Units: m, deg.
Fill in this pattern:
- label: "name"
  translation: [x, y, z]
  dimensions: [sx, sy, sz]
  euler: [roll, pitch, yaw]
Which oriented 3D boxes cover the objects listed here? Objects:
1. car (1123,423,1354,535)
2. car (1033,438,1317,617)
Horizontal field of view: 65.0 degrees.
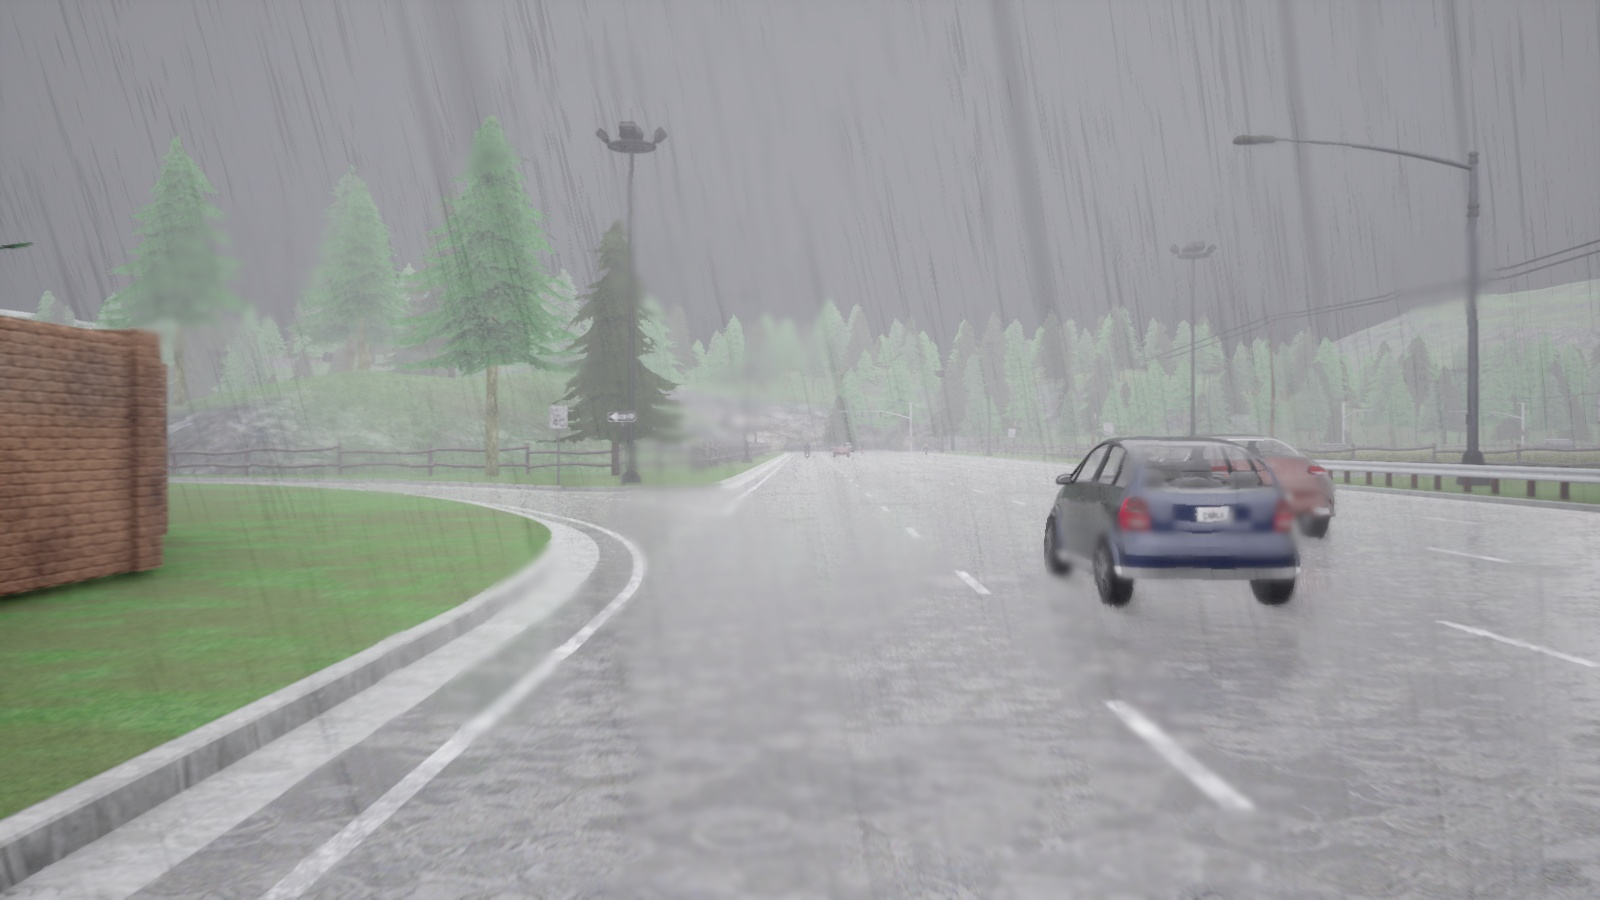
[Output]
- label: "car"
  translation: [7.136, 0.413, 21.092]
  dimensions: [2.152, 1.651, 5.027]
  euler: [0, 0, 0]
- label: "car"
  translation: [3.588, 0.657, 12.727]
  dimensions: [1.789, 1.549, 3.705]
  euler: [0, 0, 0]
